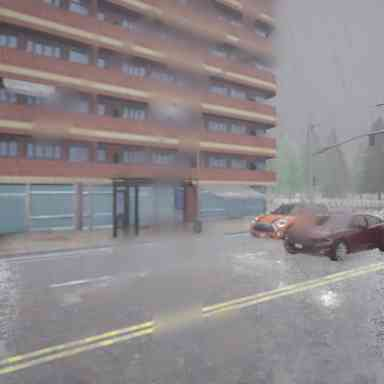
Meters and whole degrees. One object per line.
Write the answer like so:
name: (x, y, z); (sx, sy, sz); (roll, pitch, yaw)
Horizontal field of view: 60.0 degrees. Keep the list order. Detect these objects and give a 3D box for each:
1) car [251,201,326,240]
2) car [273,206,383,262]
car: (4.967, 1.328, 16.090); (4.553, 1.767, 2.097); (0, 0, -35)
car: (5.485, 1.458, 12.173); (5.008, 1.535, 1.882); (0, 0, -35)
